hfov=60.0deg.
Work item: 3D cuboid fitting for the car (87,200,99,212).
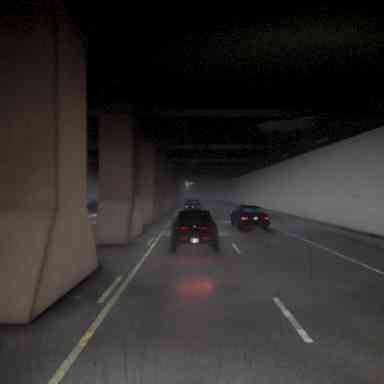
[{"bbox_3d":[-10.592,1.544,36.809,2.033,1.411,5.357,0,0,0],"label":"car"}]

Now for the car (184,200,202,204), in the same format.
[{"bbox_3d":[0.104,1.543,36.376,2.033,1.411,5.357,0,0,0],"label":"car"}]

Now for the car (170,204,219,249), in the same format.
[{"bbox_3d":[0.102,1.503,14.461,1.837,1.490,4.892,0,0,0],"label":"car"}]

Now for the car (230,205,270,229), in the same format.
[{"bbox_3d":[3.603,1.544,21.369,2.033,1.411,5.357,0,0,0],"label":"car"}]
